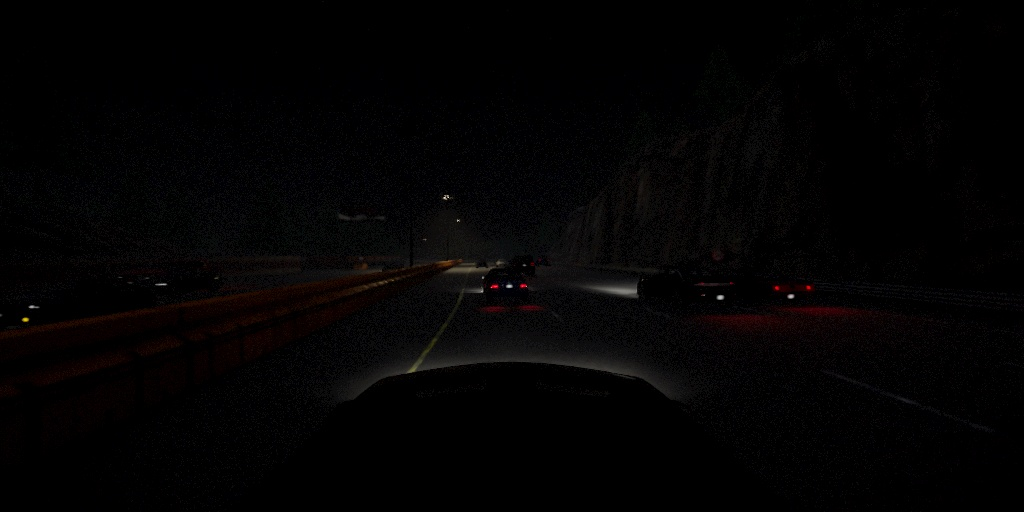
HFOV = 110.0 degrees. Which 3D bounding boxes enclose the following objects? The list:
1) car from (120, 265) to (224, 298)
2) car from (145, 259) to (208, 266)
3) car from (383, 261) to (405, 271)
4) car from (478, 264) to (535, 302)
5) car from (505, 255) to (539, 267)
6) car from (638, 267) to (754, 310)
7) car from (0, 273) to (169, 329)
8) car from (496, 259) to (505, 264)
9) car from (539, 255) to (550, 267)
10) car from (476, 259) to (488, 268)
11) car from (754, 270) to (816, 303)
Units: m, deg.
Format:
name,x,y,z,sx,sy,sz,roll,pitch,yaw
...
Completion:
name,x,y,z,sx,sy,sz,roll,pitch,yaw
car,-18.751,1.463,20.317,2.128,1.511,4.902,-1,0,-6
car,-22.625,1.239,23.702,2.150,2.045,5.566,-1,0,-6
car,-14.050,1.405,42.875,2.128,1.511,4.902,-1,0,-5
car,-0.418,1.302,17.288,2.033,1.411,5.357,-1,0,-7
car,0.886,0.960,35.953,2.150,2.045,5.566,-1,0,-6
car,6.727,1.162,14.332,2.128,1.511,4.902,-1,0,-5
car,-14.498,1.484,11.979,1.994,1.385,4.181,-1,0,-4
car,-1.832,1.295,63.908,1.812,1.442,4.674,-1,0,-5
car,5.213,0.909,63.690,2.150,2.045,5.566,-1,0,-5
car,-5.337,1.337,63.789,1.812,1.442,4.674,-1,0,-5
car,10.258,1.230,15.656,1.895,1.301,4.718,-1,0,-5
